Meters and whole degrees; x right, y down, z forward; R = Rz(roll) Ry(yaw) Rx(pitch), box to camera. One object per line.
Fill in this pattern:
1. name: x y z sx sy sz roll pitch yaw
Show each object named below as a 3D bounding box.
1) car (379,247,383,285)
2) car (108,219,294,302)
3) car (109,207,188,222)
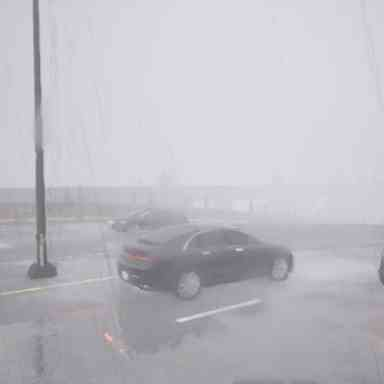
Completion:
1. car: 6.910 1.576 8.675 4.553 1.767 2.097 3 -2 -35
2. car: 0.564 1.558 8.448 4.892 1.490 1.837 1 -1 -35
3. car: -2.434 1.663 19.444 4.902 1.511 2.128 3 -2 -35
